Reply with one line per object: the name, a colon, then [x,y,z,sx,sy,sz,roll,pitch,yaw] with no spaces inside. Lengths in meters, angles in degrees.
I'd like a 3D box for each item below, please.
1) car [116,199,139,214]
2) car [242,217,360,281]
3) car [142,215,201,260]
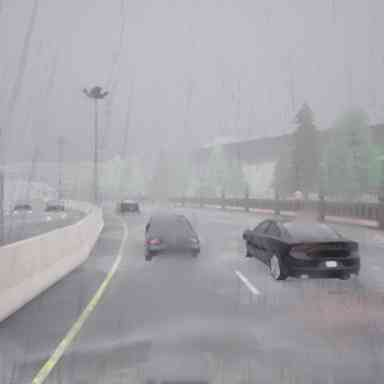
car: [-7.065,1.547,36.330,1.882,1.535,5.008,0,0,-21]
car: [2.887,1.476,9.937,1.882,1.535,5.008,0,0,-6]
car: [-0.877,1.565,12.649,2.033,1.411,5.357,0,0,-8]
